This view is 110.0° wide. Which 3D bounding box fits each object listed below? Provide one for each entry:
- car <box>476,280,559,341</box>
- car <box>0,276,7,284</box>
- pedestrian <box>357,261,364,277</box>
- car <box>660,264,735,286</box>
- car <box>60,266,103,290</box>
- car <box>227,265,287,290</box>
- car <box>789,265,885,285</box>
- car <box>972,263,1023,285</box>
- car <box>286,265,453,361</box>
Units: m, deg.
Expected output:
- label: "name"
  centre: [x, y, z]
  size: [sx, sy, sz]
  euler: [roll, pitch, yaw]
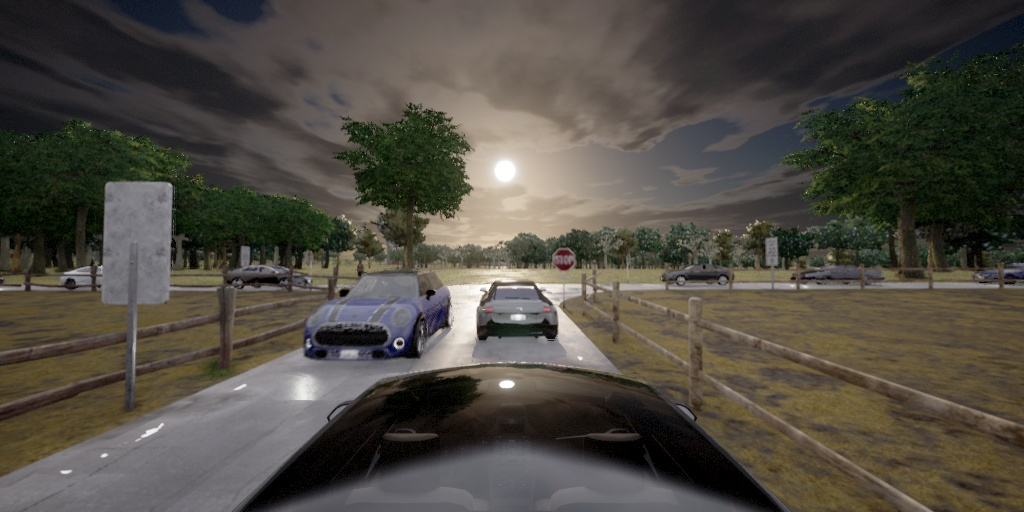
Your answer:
- label: "car"
  centre: [0.053, 1.350, 10.027]
  size: [1.994, 1.385, 4.181]
  euler: [0, 0, -2]
- label: "car"
  centre: [-35.631, 1.369, 22.637]
  size: [5.357, 1.411, 2.033]
  euler: [0, -2, 0]
- label: "pedestrian"
  centre: [-12.131, 1.263, 28.624]
  size: [0.375, 1.860, 0.375]
  euler: [0, -2, 0]
- label: "car"
  centre: [13.118, 1.331, 25.560]
  size: [4.892, 1.490, 1.837]
  euler: [0, -2, 1]
- label: "car"
  centre: [-25.506, 1.351, 22.633]
  size: [4.674, 1.442, 1.812]
  euler: [0, -2, 0]
- label: "car"
  centre: [-15.247, 1.321, 22.642]
  size: [4.902, 1.511, 2.128]
  euler: [0, -2, 0]
- label: "car"
  centre: [22.948, 1.322, 25.406]
  size: [5.357, 1.411, 2.033]
  euler: [0, -2, 2]
- label: "car"
  centre: [34.618, 1.217, 24.348]
  size: [4.674, 1.442, 1.812]
  euler: [-1, -2, 10]
- label: "car"
  centre: [-2.783, 1.131, 8.482]
  size: [2.097, 1.767, 4.553]
  euler: [0, 0, 1]
